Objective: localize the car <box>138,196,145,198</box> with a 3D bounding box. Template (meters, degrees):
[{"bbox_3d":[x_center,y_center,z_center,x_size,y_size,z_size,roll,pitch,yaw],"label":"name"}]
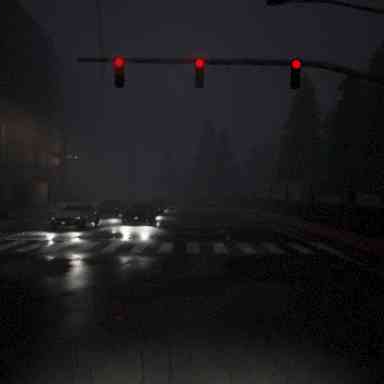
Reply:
[{"bbox_3d":[-8.941,1.389,59.800,2.033,1.411,5.357,0,0,-41],"label":"car"}]

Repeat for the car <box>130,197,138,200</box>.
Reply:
[{"bbox_3d":[-7.840,1.404,40.159,1.812,1.442,4.674,0,0,-9],"label":"car"}]

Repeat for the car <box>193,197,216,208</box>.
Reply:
[{"bbox_3d":[1.660,1.474,46.705,2.033,1.411,5.357,0,0,-16],"label":"car"}]

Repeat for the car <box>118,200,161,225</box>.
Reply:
[{"bbox_3d":[-3.604,1.494,23.441,1.994,1.385,4.181,0,0,0],"label":"car"}]

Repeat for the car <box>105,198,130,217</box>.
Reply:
[{"bbox_3d":[-7.178,1.375,29.963,1.882,1.535,5.008,0,0,-1],"label":"car"}]

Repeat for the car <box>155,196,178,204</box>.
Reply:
[{"bbox_3d":[-4.581,1.394,59.801,1.812,1.442,4.674,0,0,-37],"label":"car"}]

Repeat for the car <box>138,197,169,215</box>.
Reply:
[{"bbox_3d":[-3.656,1.463,32.625,2.033,1.411,5.357,0,0,-1],"label":"car"}]

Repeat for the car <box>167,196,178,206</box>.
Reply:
[{"bbox_3d":[-3.874,1.487,51.194,1.895,1.301,4.718,0,0,-24],"label":"car"}]

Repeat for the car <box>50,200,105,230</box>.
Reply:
[{"bbox_3d":[-7.102,1.438,20.703,1.812,1.442,4.674,0,0,0],"label":"car"}]
